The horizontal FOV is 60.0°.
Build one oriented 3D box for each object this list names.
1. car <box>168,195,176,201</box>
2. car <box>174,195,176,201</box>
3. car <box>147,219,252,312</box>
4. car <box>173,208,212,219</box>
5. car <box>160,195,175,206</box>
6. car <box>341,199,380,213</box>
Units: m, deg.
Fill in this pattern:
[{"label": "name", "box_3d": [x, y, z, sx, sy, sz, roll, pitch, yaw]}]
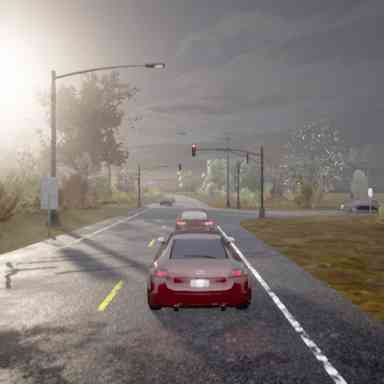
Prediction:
[{"label": "car", "box_3d": [-4.903, 1.449, 82.102, 1.882, 1.535, 5.008, 0, 0, -2]}, {"label": "car", "box_3d": [-4.442, 1.539, 67.684, 1.994, 1.385, 4.181, 0, 0, -1]}, {"label": "car", "box_3d": [0.102, 1.561, 7.806, 1.994, 1.385, 4.181, 0, 0, -1]}, {"label": "car", "box_3d": [0.067, 1.519, 16.566, 1.812, 1.442, 4.674, 0, 0, -2]}, {"label": "car", "box_3d": [-4.140, 1.580, 53.175, 1.895, 1.301, 4.718, 0, 0, -1]}, {"label": "car", "box_3d": [19.161, 1.488, 37.010, 4.902, 1.511, 2.128, 0, 0, 1]}]
